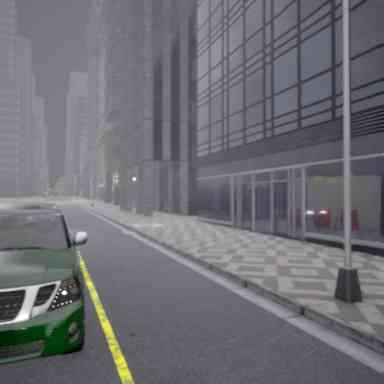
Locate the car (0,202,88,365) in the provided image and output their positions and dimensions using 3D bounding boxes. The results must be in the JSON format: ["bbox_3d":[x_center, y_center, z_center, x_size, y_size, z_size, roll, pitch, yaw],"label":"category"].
[{"bbox_3d":[-3.228,1.244,6.059,2.150,2.045,5.566,0,0,-22],"label":"car"}]

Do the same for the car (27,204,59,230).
[{"bbox_3d":[-10.178,1.621,22.943,1.812,1.442,4.674,0,0,-22],"label":"car"}]
